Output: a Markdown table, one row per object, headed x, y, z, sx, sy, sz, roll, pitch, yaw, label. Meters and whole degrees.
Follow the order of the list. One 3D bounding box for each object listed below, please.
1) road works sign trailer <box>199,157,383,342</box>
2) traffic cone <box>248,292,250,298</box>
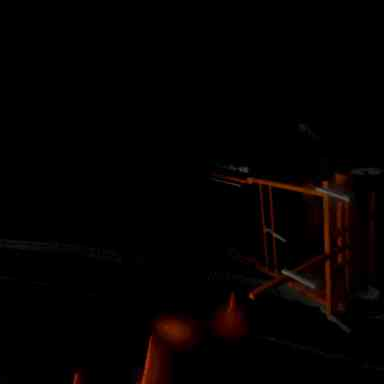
| x | y | z | sx | sy | sz | roll | pitch | yaw | label |
| --- | --- | --- | --- | --- | --- | --- | --- | --- | --- |
| 1.276 | 0.730 | 5.969 | 2.880 | 2.380 | 3.560 | -17 | 18 | -28 | road works sign trailer |
| 0.680 | 1.950 | 5.503 | 0.340 | 0.580 | 0.340 | 0 | 0 | -43 | traffic cone |
